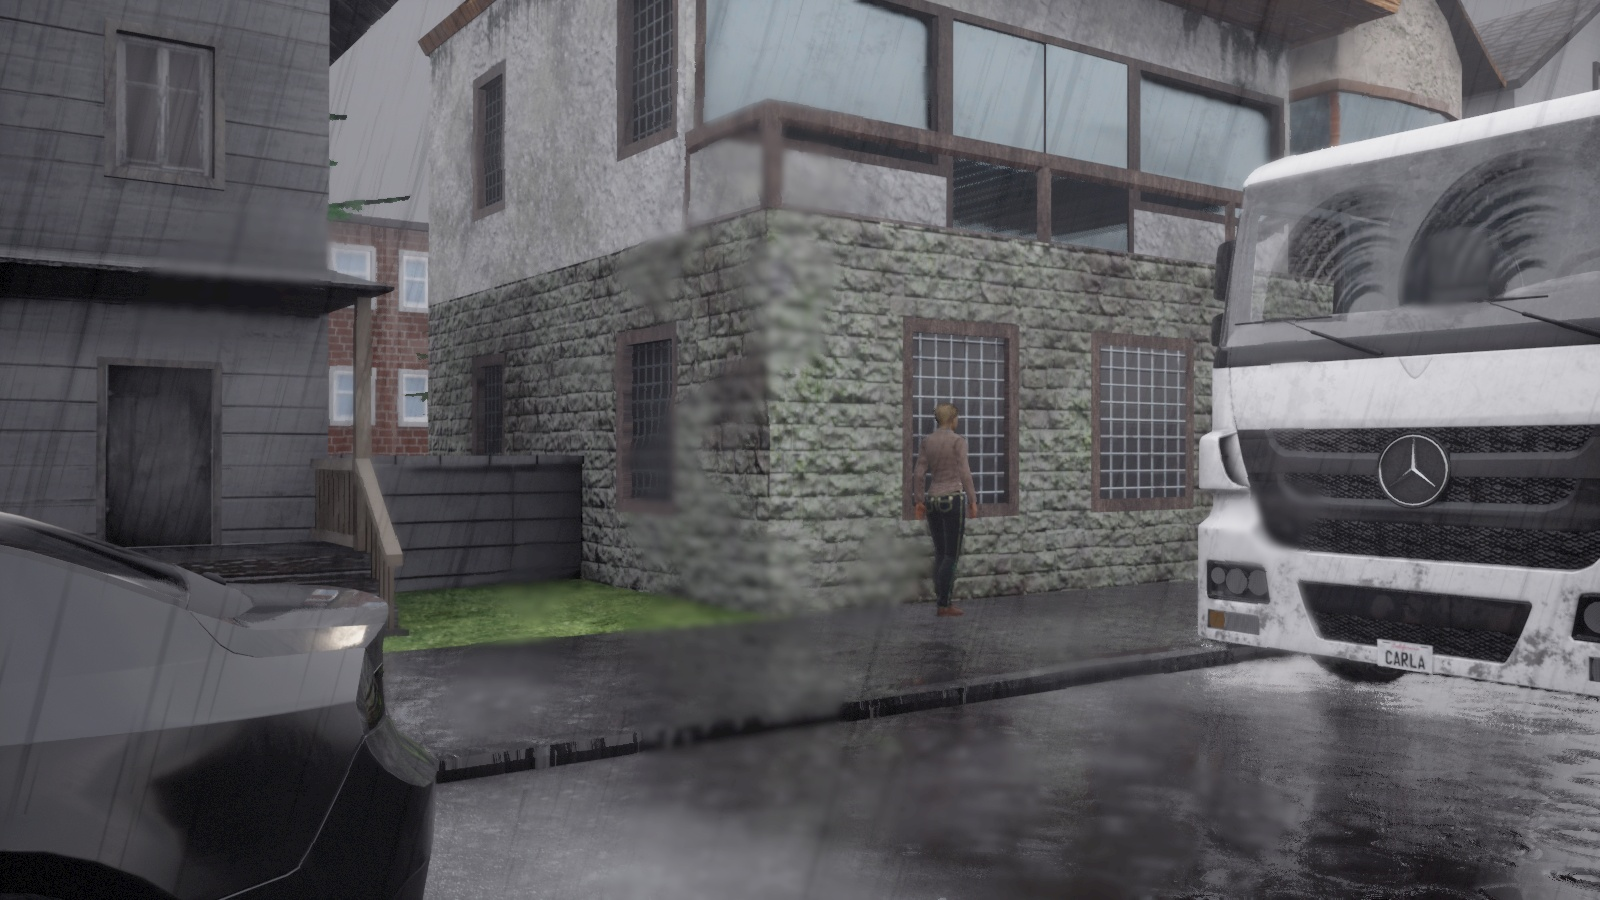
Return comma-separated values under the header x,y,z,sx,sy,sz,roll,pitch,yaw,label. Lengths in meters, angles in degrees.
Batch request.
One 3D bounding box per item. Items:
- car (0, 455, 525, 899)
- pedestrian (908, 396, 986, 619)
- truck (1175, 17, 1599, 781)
x,y,z,sx,sy,sz,roll,pitch,yaw,label
-3.131,0.761,2.090,4.892,1.490,1.837,0,0,-35,car
1.263,0.478,10.777,0.634,1.846,0.331,0,0,-43,pedestrian
6.363,-0.229,8.700,7.936,3.462,2.891,0,0,-35,truck
